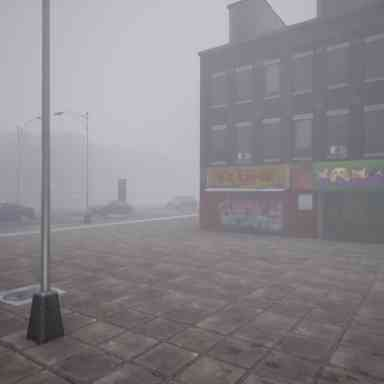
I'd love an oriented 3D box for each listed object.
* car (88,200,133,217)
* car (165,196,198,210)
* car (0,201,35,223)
[{"bbox_3d":[-7.555,1.442,31.037,1.812,1.442,4.674,0,0,35],"label":"car"},{"bbox_3d":[-1.279,1.230,39.956,2.097,1.767,4.553,0,0,35],"label":"car"},{"bbox_3d":[-13.391,1.431,22.730,1.882,1.535,5.008,0,0,35],"label":"car"}]
